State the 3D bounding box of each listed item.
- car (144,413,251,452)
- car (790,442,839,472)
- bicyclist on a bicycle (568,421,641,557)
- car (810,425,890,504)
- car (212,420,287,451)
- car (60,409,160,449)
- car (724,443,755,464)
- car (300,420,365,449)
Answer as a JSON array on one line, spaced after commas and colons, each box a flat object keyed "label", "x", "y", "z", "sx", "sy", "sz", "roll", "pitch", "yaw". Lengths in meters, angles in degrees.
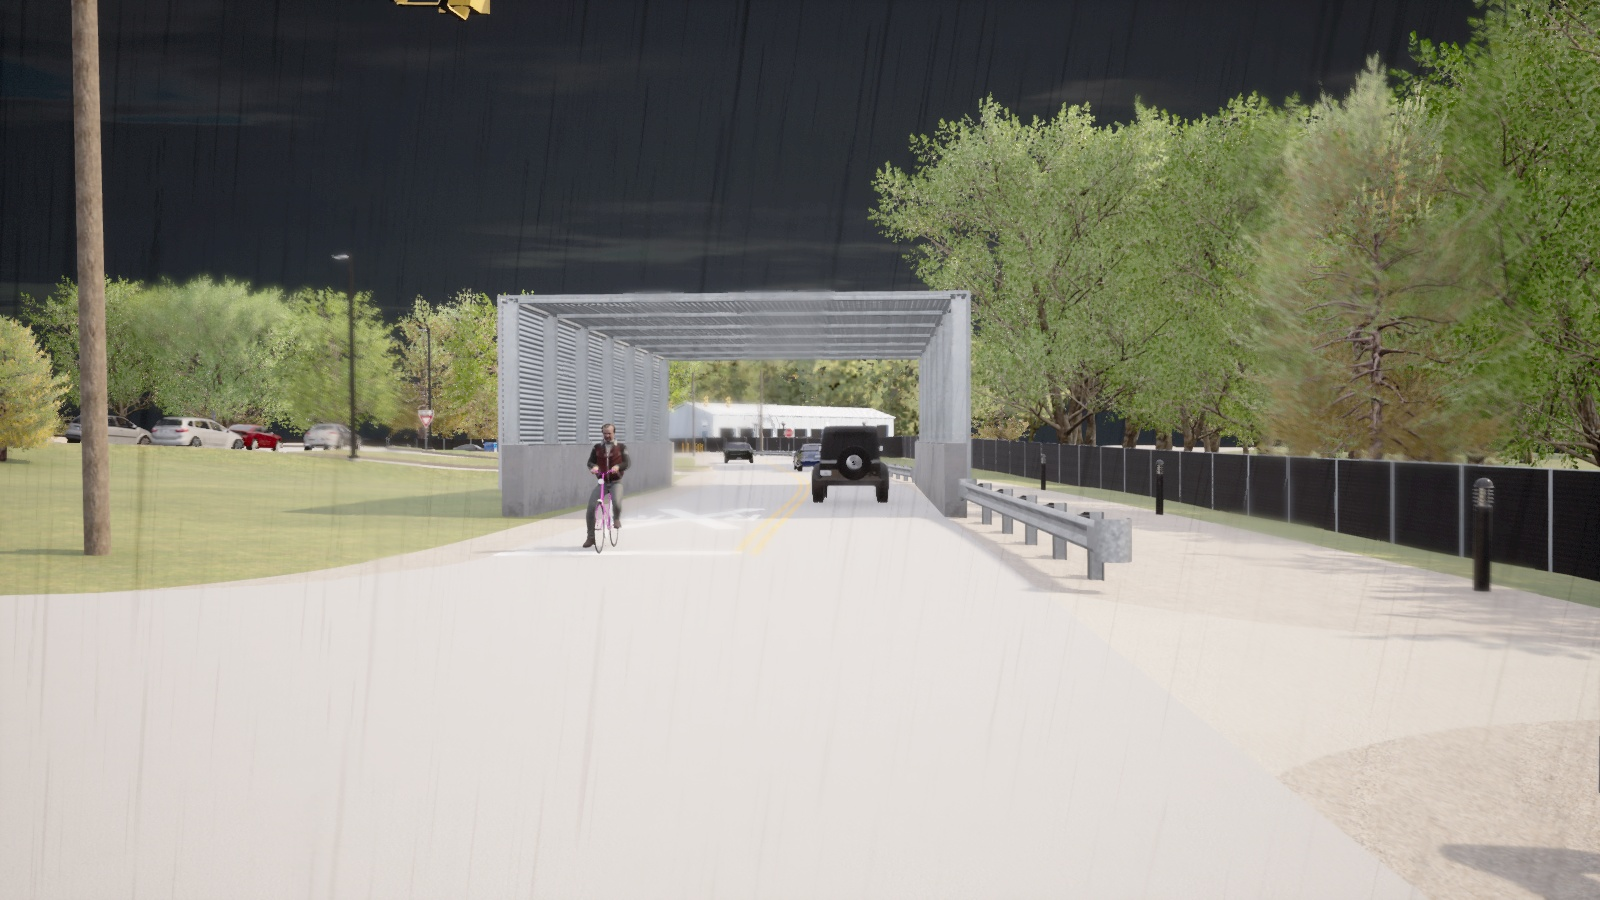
[{"label": "car", "x": -29.493, "y": -0.831, "z": 61.668, "sx": 2.242, "sy": 1.667, "sz": 4.611, "roll": 1, "pitch": -2, "yaw": 15}, {"label": "car", "x": 0.676, "y": 0.336, "z": 62.939, "sx": 2.033, "sy": 1.411, "sz": 5.357, "roll": 0, "pitch": 1, "yaw": -4}, {"label": "bicyclist on a bicycle", "x": -2.668, "y": 0.512, "z": 17.283, "sx": 0.659, "sy": 1.776, "sz": 1.843, "roll": 0, "pitch": 0, "yaw": 2}, {"label": "car", "x": 1.298, "y": 0.328, "z": 31.980, "sx": 1.905, "sy": 1.878, "sz": 3.866, "roll": 0, "pitch": 0, "yaw": 3}, {"label": "car", "x": -32.271, "y": -0.810, "z": 73.772, "sx": 1.882, "sy": 1.535, "sz": 5.008, "roll": 5, "pitch": -1, "yaw": 2}, {"label": "car", "x": -34.158, "y": -1.027, "z": 62.261, "sx": 1.851, "sy": 1.617, "sz": 3.988, "roll": 7, "pitch": 0, "yaw": 19}, {"label": "car", "x": -3.903, "y": 0.198, "z": 80.014, "sx": 1.895, "sy": 1.301, "sz": 4.718, "roll": 0, "pitch": 0, "yaw": -3}, {"label": "car", "x": -27.867, "y": -0.922, "z": 75.048, "sx": 2.152, "sy": 1.651, "sz": 5.027, "roll": 0, "pitch": 1, "yaw": -2}]
